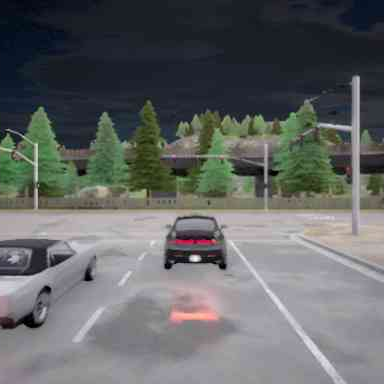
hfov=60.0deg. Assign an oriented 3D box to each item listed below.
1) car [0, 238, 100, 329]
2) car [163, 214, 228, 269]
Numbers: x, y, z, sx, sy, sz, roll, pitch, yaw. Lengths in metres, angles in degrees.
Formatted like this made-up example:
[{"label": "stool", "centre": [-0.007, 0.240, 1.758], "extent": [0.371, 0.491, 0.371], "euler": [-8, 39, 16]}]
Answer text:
[{"label": "car", "centre": [-3.400, 1.610, 6.926], "extent": [1.895, 1.301, 4.718], "euler": [0, 0, 0]}, {"label": "car", "centre": [0.135, 1.518, 11.181], "extent": [1.837, 1.490, 4.892], "euler": [0, 0, 1]}]
